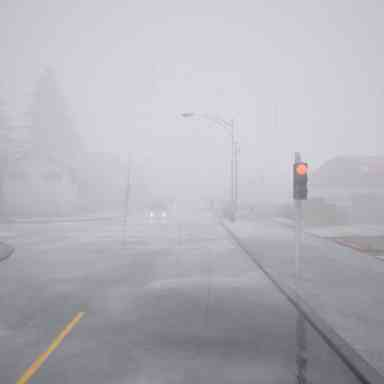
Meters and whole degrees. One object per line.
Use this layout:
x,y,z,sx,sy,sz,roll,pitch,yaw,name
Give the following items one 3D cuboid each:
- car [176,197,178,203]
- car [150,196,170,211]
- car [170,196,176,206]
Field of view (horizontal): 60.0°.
-3.993,1.488,69.385,2.128,1.511,4.902,1,0,0,car
-4.103,1.505,41.655,1.837,1.490,4.892,0,0,0,car
-4.094,1.526,55.171,1.812,1.442,4.674,0,0,0,car
